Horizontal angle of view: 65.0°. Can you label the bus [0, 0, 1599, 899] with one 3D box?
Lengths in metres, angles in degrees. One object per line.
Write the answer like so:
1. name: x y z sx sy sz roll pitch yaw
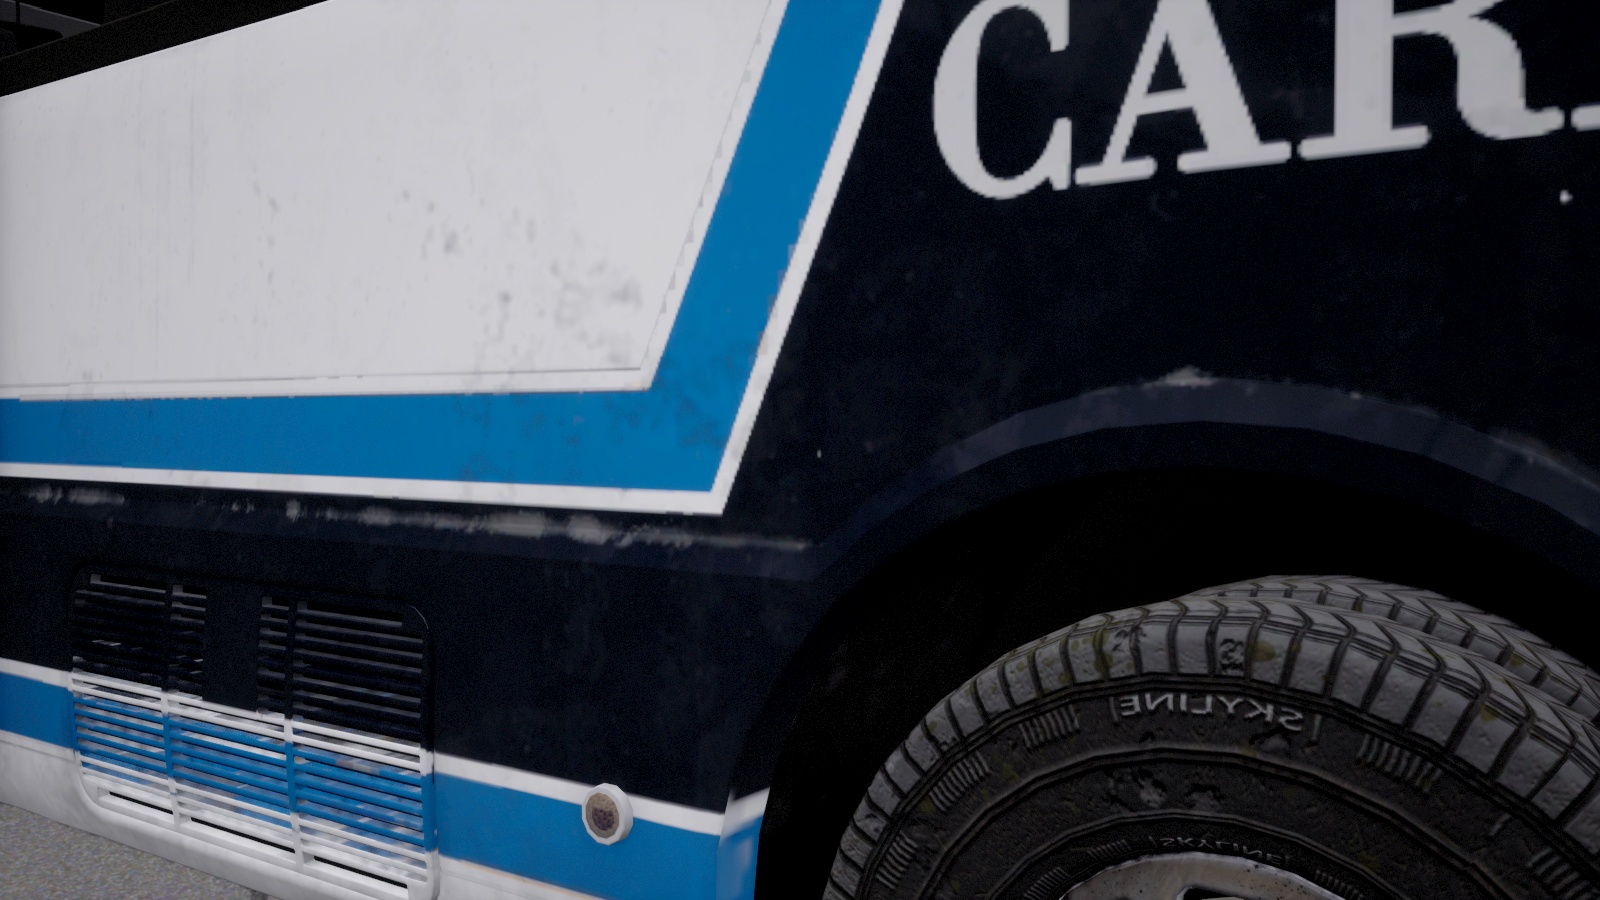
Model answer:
1. bus: -0.868 -0.689 4.212 10.273 4.253 3.944 0 1 33
